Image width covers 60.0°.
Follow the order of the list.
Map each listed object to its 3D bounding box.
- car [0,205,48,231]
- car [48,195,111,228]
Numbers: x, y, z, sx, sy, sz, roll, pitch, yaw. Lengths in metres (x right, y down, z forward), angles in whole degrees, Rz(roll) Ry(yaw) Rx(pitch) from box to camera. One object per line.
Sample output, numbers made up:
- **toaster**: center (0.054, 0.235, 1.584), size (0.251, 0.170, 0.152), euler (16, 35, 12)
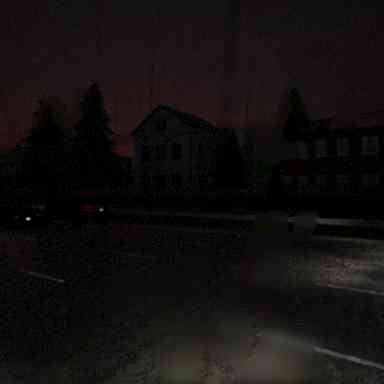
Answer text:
- **car**: center (-11.183, 1.536, 20.559), size (4.181, 1.385, 1.994), euler (0, 0, 35)
- **car**: center (-7.875, 1.196, 22.499), size (5.566, 2.045, 2.150), euler (0, 0, 35)
